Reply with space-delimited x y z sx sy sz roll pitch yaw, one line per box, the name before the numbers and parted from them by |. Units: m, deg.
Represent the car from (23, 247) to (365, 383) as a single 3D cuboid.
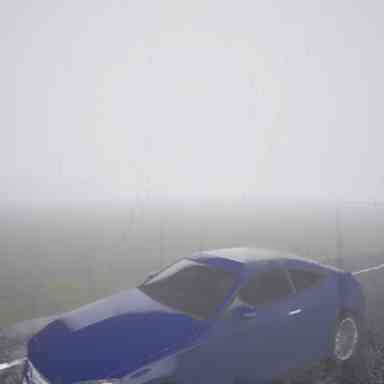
car | 0.433 1.529 4.299 4.674 1.442 1.812 0 0 -35
